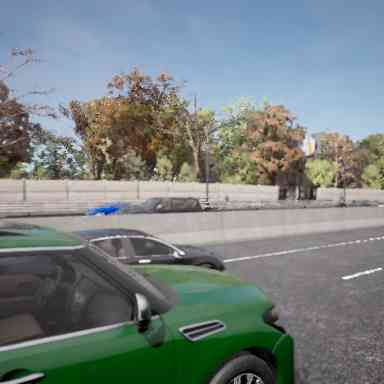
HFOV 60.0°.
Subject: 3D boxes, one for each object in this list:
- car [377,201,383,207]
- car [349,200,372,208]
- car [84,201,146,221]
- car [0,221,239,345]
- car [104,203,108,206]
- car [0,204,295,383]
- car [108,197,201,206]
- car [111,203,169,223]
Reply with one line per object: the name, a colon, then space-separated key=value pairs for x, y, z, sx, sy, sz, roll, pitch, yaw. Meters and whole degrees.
car: x=30.664 y=1.994 z=51.612 sx=4.902 sy=1.511 sz=2.128 roll=1 pitch=0 yaw=-35
car: x=26.913 y=2.045 z=53.232 sx=4.181 sy=1.385 sz=1.994 roll=1 pitch=0 yaw=-35
car: x=-6.737 y=1.579 z=29.285 sx=5.008 sy=1.535 sz=1.882 roll=1 pitch=0 yaw=-36
car: x=-1.439 y=1.529 z=7.020 sx=4.892 sy=1.490 sz=1.837 roll=1 pitch=0 yaw=-36
car: x=-3.609 y=1.616 z=22.917 sx=4.674 sy=1.442 sz=1.812 roll=1 pitch=0 yaw=-36
car: x=-1.634 y=1.222 z=2.570 sx=5.566 sy=2.045 sz=2.150 roll=1 pitch=0 yaw=-35
car: x=-1.800 y=1.310 z=19.908 sx=5.566 sy=2.045 sz=2.150 roll=1 pitch=0 yaw=-35
car: x=-4.144 y=1.671 z=26.834 sx=4.181 sy=1.385 sz=1.994 roll=1 pitch=0 yaw=-35
